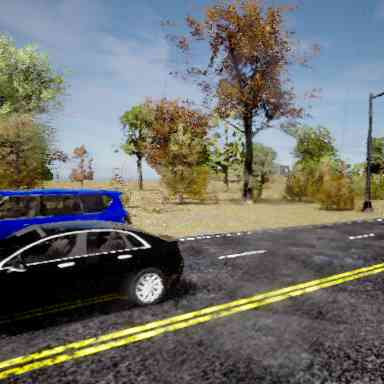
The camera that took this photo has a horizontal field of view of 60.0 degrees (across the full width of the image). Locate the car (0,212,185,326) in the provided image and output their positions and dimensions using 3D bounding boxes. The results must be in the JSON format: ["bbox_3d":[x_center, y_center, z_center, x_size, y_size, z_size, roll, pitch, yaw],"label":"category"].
[{"bbox_3d":[-2.416,1.315,5.919,4.892,1.490,1.837,0,2,-35],"label":"car"}]

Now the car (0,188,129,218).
[{"bbox_3d":[-4.249,0.926,8.590,5.566,2.045,2.150,0,2,-35],"label":"car"}]
